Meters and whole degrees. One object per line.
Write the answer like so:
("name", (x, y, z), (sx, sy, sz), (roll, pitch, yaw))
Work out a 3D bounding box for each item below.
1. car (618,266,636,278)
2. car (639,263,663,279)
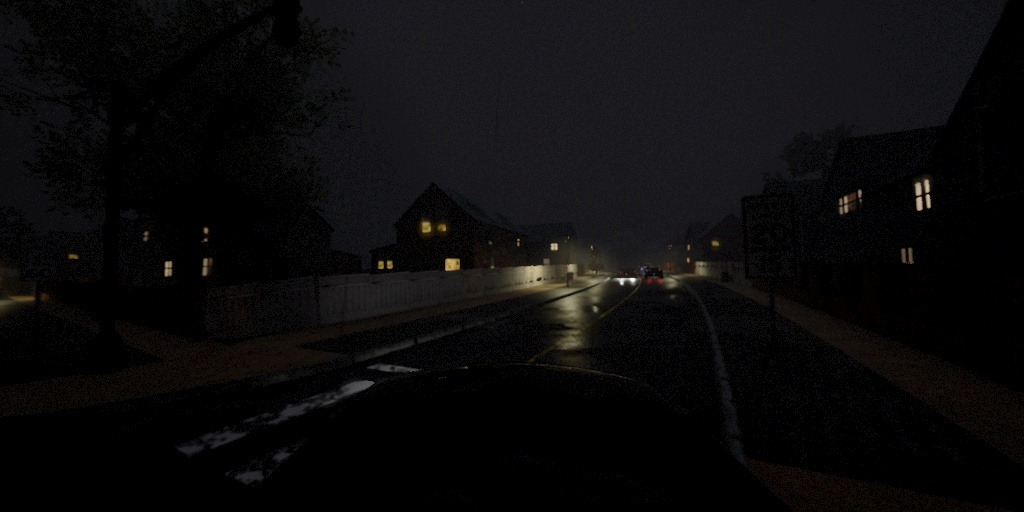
("car", (13.858, 1.928, 43.277), (1.994, 1.385, 4.181), (-2, -1, 18))
("car", (15.560, 1.737, 39.595), (2.128, 1.511, 4.902), (-2, -1, 18))
